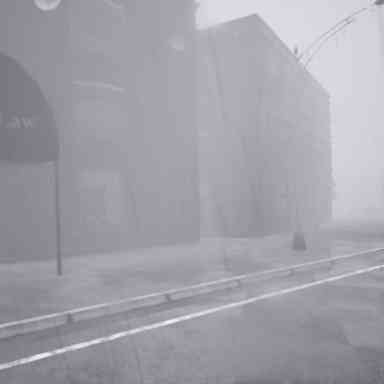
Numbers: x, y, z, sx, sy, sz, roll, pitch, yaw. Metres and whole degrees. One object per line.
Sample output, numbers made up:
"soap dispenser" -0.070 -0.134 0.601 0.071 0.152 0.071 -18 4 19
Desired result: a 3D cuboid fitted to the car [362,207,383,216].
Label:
"car" 30.002 3.159 54.866 2.128 1.511 4.902 -1 -3 1
